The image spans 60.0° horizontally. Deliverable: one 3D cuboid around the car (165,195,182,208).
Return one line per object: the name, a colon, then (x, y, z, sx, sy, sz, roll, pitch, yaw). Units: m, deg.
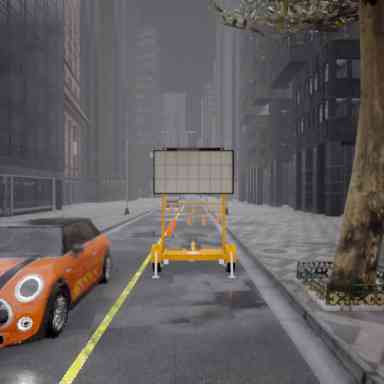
car: (-2.943, 1.613, 49.759, 2.033, 1.411, 5.357, 0, 0, 0)

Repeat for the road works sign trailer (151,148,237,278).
road works sign trailer: (0.046, 0.465, 10.099, 2.380, 3.560, 2.880, 0, 0, 0)

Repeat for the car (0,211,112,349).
car: (-3.081, 1.352, 6.584, 2.097, 1.767, 4.553, 0, 0, 0)

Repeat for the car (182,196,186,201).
car: (-2.718, 1.741, 90.114, 1.994, 1.385, 4.181, 0, 0, 0)
